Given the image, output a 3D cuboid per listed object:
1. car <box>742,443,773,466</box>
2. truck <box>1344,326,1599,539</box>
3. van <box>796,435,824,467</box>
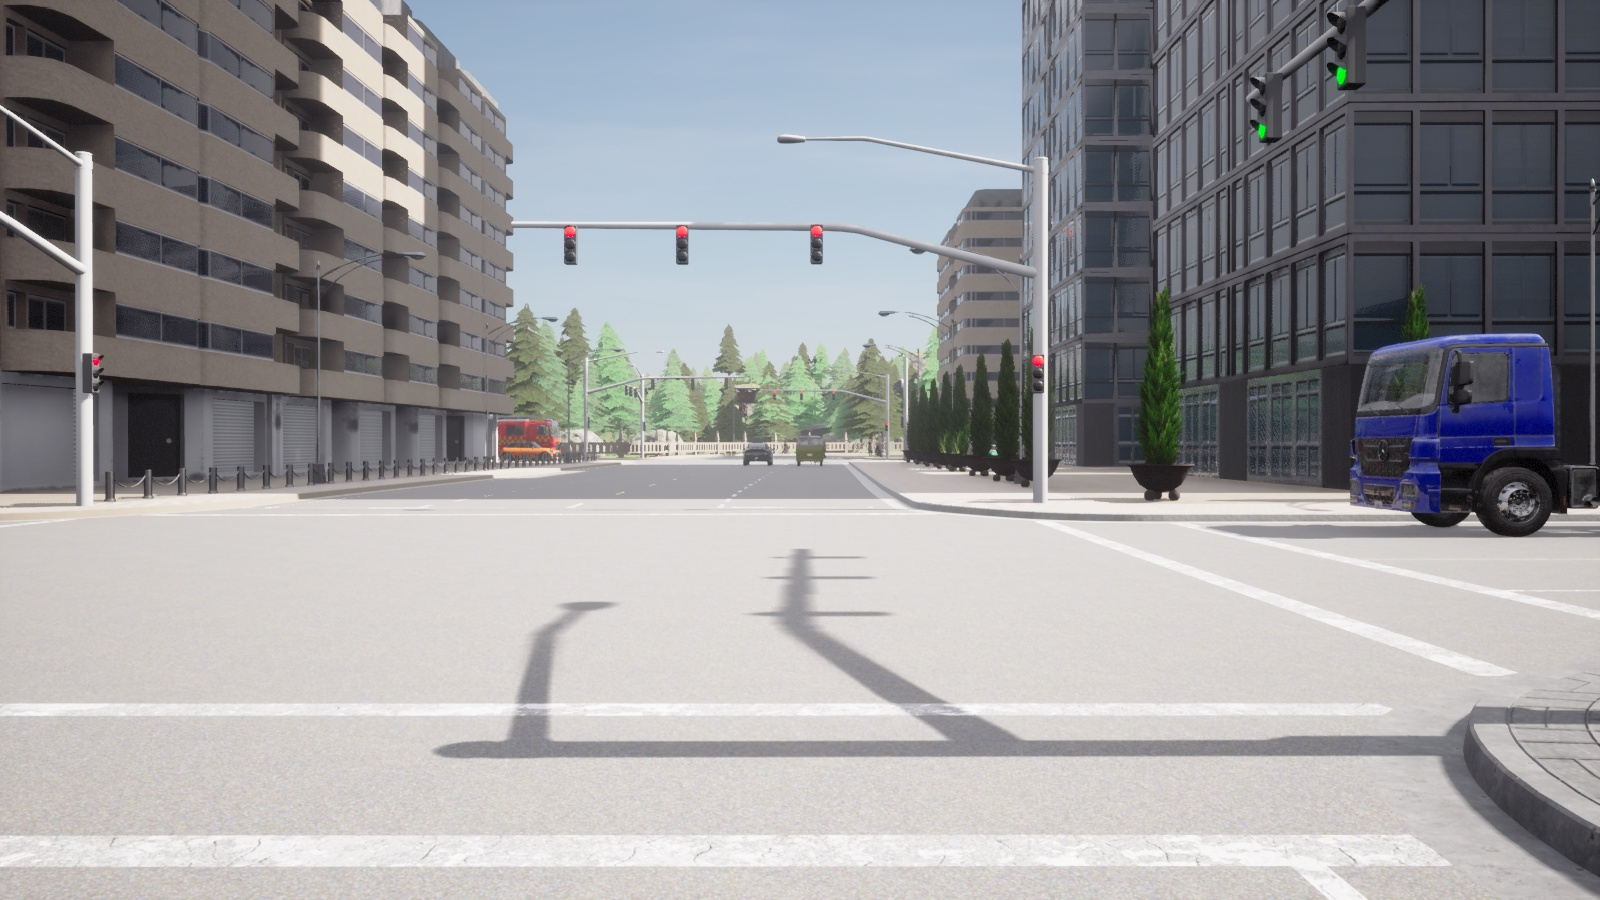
[{"bbox_3d":[-2.794,0.274,84.086,1.837,1.490,4.892,0,0,1],"label":"car"},{"bbox_3d":[14.035,-0.292,21.786,7.936,3.462,2.891,0,0,1],"label":"truck"},{"bbox_3d":[0.655,0.041,81.252,1.775,1.987,4.442,0,0,1],"label":"van"}]
